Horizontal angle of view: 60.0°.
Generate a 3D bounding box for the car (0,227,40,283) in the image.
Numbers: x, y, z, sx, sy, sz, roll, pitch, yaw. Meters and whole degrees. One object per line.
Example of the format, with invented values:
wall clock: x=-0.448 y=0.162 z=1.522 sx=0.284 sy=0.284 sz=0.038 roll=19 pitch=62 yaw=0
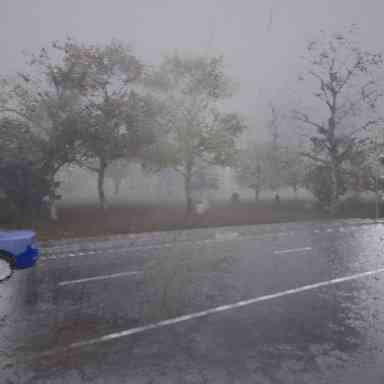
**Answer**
car: x=-6.378 y=1.448 z=7.930 sx=5.008 sy=1.535 sz=1.882 roll=0 pitch=0 yaw=-35
